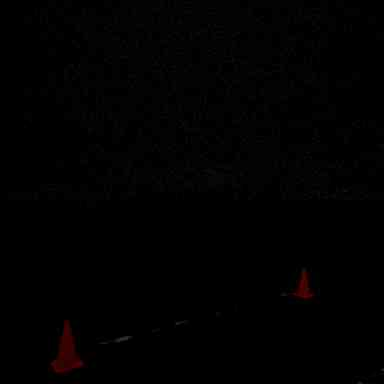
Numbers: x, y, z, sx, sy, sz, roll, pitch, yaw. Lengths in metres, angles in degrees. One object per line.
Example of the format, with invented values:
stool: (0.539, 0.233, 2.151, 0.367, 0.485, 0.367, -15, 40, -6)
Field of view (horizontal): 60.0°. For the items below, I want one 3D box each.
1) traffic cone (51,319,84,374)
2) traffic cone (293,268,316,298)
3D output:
traffic cone: (-1.624, 1.956, 4.339, 0.340, 0.580, 0.340, 0, 0, -36)
traffic cone: (2.446, 1.957, 7.244, 0.340, 0.580, 0.340, 0, 0, -36)
